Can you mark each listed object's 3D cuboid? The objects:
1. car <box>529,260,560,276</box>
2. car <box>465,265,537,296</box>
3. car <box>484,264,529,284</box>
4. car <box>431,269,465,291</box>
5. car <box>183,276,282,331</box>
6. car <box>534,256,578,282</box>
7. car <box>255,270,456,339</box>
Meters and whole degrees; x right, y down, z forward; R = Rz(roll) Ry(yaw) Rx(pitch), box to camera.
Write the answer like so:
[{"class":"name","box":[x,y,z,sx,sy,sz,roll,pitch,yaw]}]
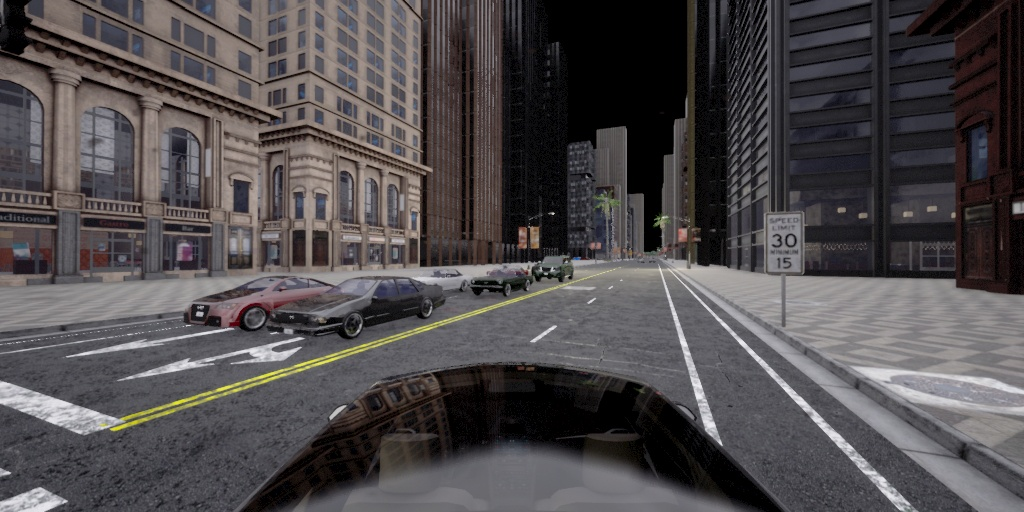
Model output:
[{"class":"car","box":[3.538,1.248,37.897,1.882,1.535,5.008,0,0,22]},{"class":"car","box":[-0.439,1.356,19.394,1.895,1.301,4.718,0,0,22]},{"class":"car","box":[-0.304,1.362,28.442,1.895,1.301,4.718,0,0,22]},{"class":"car","box":[-4.021,1.355,19.200,1.895,1.301,4.718,0,0,22]},{"class":"car","box":[-7.285,1.315,11.069,1.994,1.385,4.181,0,0,22]},{"class":"car","box":[3.555,0.984,29.318,2.150,2.045,5.566,0,0,22]},{"class":"car","box":[-4.016,1.299,10.497,2.033,1.411,5.357,0,0,22]}]
